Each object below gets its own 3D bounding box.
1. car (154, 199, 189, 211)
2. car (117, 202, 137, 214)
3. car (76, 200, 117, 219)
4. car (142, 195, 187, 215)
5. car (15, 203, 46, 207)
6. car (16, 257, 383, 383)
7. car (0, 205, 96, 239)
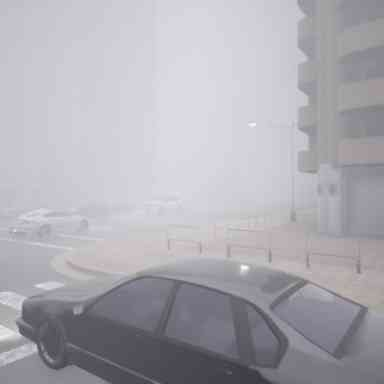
[{"bbox_3d":[-2.662,1.694,44.722,2.128,1.511,4.902,0,0,35],"label":"car"},{"bbox_3d":[-8.444,1.749,36.452,2.033,1.411,5.357,0,0,35],"label":"car"},{"bbox_3d":[-9.264,1.534,29.132,2.097,1.767,4.553,0,0,35],"label":"car"},{"bbox_3d":[-3.187,1.405,37.880,2.150,2.045,5.566,0,0,35],"label":"car"},{"bbox_3d":[-14.025,1.691,28.458,2.128,1.511,4.902,0,0,36],"label":"car"},{"bbox_3d":[0.061,1.559,3.977,5.357,1.411,2.033,0,0,36],"label":"car"},{"bbox_3d":[-7.814,1.670,18.580,1.812,1.442,4.674,-1,-1,23],"label":"car"}]
